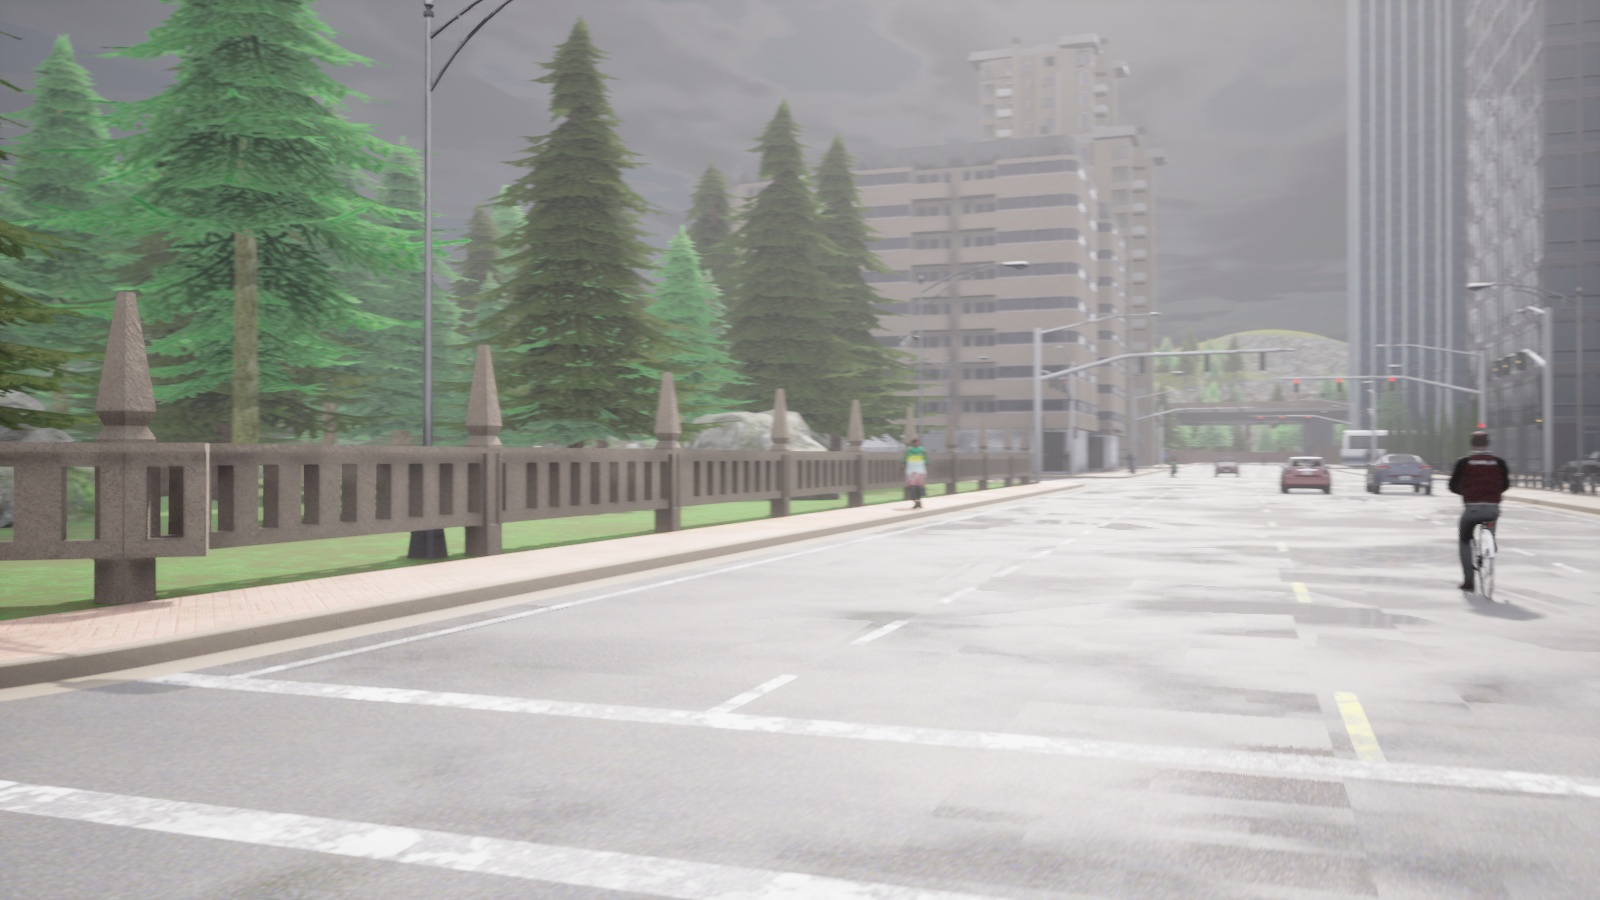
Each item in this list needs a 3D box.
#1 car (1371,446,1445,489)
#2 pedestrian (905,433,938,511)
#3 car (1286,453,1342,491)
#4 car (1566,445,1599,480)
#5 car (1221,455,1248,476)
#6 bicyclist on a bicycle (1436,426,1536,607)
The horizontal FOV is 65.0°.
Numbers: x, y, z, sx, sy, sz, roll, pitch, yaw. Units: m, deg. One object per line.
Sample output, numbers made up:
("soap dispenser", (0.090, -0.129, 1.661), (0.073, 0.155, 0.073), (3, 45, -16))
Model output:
("car", (24.335, 0.680, 50.404), (2.152, 1.651, 5.027), (0, 0, 20))
("pedestrian", (3.098, 0.553, 32.023), (0.659, 1.952, 0.873), (0, 0, 19))
("car", (20.851, 0.884, 51.054), (1.970, 1.475, 3.806), (0, 0, 20))
("car", (43.801, 0.651, 67.783), (3.866, 1.878, 1.905), (0, 0, 20))
("car", (31.415, 1.088, 90.699), (1.816, 1.474, 4.193), (0, 0, 20))
("bicyclist on a bicycle", (7.249, 0.655, 13.341), (0.659, 1.776, 1.843), (0, 0, 20))
